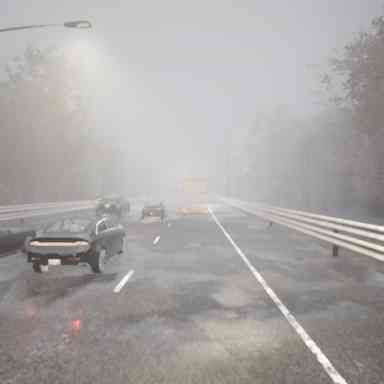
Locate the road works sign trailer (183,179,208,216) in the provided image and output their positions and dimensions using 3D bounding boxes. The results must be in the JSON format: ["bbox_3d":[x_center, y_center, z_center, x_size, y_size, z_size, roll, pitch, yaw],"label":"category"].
[{"bbox_3d":[0.314,0.504,31.938,2.380,3.560,2.880,0,0,2],"label":"road works sign trailer"}]

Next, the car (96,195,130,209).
[{"bbox_3d":[-6.612,1.041,28.274,2.097,1.767,4.553,2,4,0],"label":"car"}]

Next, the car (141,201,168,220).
[{"bbox_3d":[-3.138,1.528,28.665,2.128,1.511,4.902,0,0,1],"label":"car"}]

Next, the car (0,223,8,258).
[{"bbox_3d":[-6.853,1.616,10.674,1.895,1.301,4.718,0,0,0],"label":"car"}]

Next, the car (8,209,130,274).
[{"bbox_3d":[-3.354,1.508,10.577,2.128,1.511,4.902,0,0,0],"label":"car"}]
